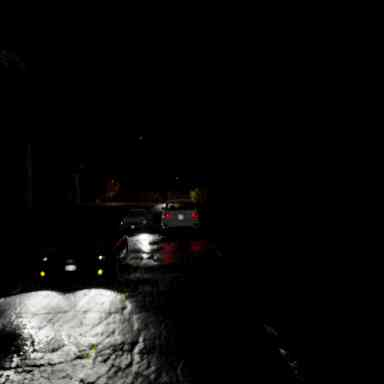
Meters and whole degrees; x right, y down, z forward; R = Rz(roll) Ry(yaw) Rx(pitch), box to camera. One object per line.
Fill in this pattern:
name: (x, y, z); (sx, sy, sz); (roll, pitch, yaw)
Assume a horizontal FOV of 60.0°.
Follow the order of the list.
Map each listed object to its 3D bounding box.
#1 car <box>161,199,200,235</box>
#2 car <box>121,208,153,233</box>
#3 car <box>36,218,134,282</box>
car: (-0.740, 1.462, 20.812); (2.150, 2.045, 5.566); (-1, -1, -3)
car: (-3.655, 1.842, 22.272); (1.812, 1.442, 4.674); (-1, -1, -3)
car: (-3.152, 1.743, 10.344); (1.994, 1.385, 4.181); (-1, -1, -3)
